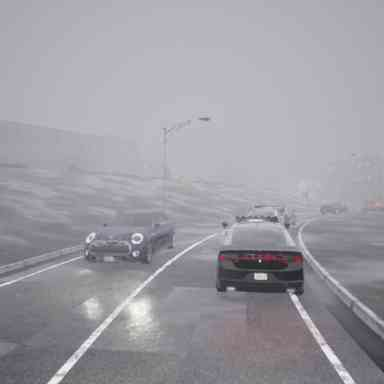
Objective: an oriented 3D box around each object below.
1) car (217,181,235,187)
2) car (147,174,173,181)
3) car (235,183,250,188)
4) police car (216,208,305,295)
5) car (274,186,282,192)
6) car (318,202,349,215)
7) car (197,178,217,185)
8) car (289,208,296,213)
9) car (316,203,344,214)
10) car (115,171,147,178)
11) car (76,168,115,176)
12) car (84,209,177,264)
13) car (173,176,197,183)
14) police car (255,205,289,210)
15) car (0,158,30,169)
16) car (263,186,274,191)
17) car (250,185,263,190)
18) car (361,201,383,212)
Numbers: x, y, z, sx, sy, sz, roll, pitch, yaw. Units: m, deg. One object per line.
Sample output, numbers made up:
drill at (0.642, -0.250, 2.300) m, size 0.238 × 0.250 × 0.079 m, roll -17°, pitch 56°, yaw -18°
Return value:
car at (5.948, -1.380, 67.554) m, size 2.163 × 1.488 × 4.792 m, roll -4°, pitch -6°, yaw 44°
car at (-6.066, -2.199, 55.842) m, size 4.674 × 1.452 × 2.002 m, roll 4°, pitch -6°, yaw -42°
car at (9.732, -1.086, 71.561) m, size 2.002 × 1.452 × 4.674 m, roll -4°, pitch -6°, yaw 43°
police car at (1.748, 1.458, 9.038) m, size 1.930 × 1.638 × 5.238 m, roll -1°, pitch 0°, yaw 9°
car at (20.627, -0.417, 84.158) m, size 2.435 × 2.045 × 5.566 m, roll -3°, pitch -6°, yaw 40°
car at (17.850, 2.050, 41.595) m, size 4.892 × 1.490 × 1.837 m, roll 1°, pitch -4°, yaw -41°
car at (1.943, -1.825, 63.480) m, size 4.553 × 1.767 × 2.185 m, roll 4°, pitch -6°, yaw -44°
car at (6.134, 1.693, 23.519) m, size 1.837 × 1.490 × 4.892 m, roll -2°, pitch -1°, yaw 24°
car at (20.161, 2.365, 48.366) m, size 4.674 × 1.442 × 1.812 m, roll 1°, pitch -4°, yaw -41°
car at (-10.200, -2.495, 52.154) m, size 4.892 × 1.521 × 2.231 m, roll 3°, pitch -5°, yaw -41°
car at (-14.382, -2.726, 48.558) m, size 4.892 × 1.521 × 2.231 m, roll 3°, pitch -5°, yaw -41°
car at (-2.065, 1.465, 12.273) m, size 2.097 × 1.767 × 4.553 m, roll -1°, pitch -1°, yaw 12°
car at (-2.012, -1.972, 59.624) m, size 5.008 × 1.535 × 2.097 m, roll 4°, pitch -6°, yaw -43°
police car at (4.060, 1.544, 18.299) m, size 1.930 × 1.638 × 5.238 m, roll -1°, pitch -1°, yaw 19°
car at (-22.682, -3.284, 41.450) m, size 4.553 × 1.767 × 2.185 m, roll 3°, pitch -5°, yaw -41°
car at (17.042, -0.640, 79.847) m, size 2.185 × 1.767 × 4.553 m, roll -4°, pitch -6°, yaw 41°
car at (13.363, -0.837, 75.580) m, size 2.231 × 1.521 × 4.892 m, roll -4°, pitch -6°, yaw 42°
car at (27.242, 2.117, 49.757) m, size 4.553 × 1.767 × 2.097 m, roll 2°, pitch -4°, yaw -39°
